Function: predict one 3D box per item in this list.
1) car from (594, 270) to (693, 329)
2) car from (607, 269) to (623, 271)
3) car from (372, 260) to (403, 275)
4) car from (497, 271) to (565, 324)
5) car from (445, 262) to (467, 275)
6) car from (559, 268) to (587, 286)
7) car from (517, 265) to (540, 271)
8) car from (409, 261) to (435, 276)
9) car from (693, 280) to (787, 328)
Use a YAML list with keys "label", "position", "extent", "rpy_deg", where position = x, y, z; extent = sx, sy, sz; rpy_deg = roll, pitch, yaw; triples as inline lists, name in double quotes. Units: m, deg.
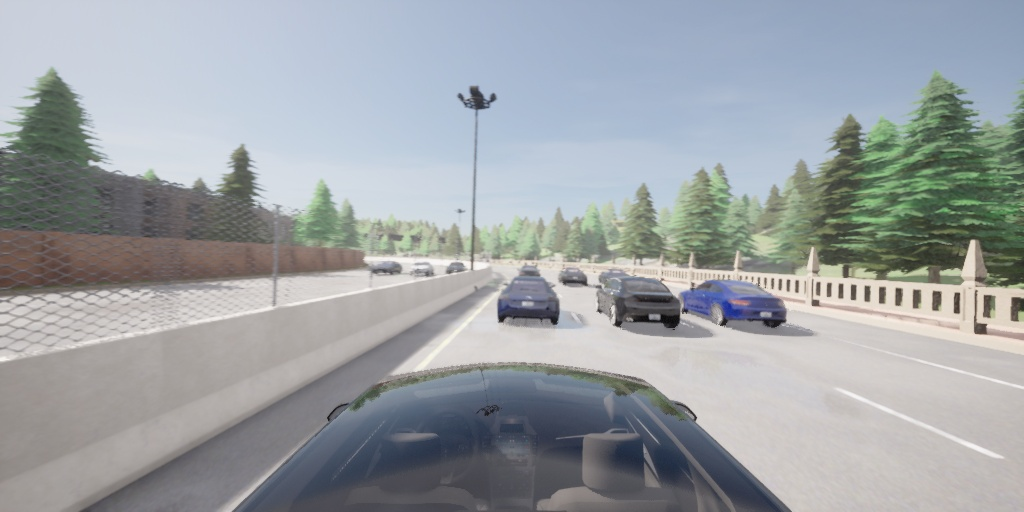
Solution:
- label: "car"
  position: [4.074, 1.447, 12.280]
  extent: [1.837, 1.490, 4.892]
  rpy_deg: [2, 0, 3]
- label: "car"
  position: [8.380, 1.751, 29.419]
  extent: [1.994, 1.385, 4.181]
  rpy_deg: [2, 0, 1]
- label: "car"
  position: [-12.687, 1.163, 37.021]
  extent: [2.033, 1.411, 5.357]
  rpy_deg: [2, 0, -3]
- label: "car"
  position: [0.588, 1.406, 12.634]
  extent: [1.994, 1.385, 4.181]
  rpy_deg: [2, 0, 3]
- label: "car"
  position: [-5.694, 1.333, 36.887]
  extent: [1.837, 1.490, 4.892]
  rpy_deg: [2, -1, -2]
- label: "car"
  position: [4.883, 1.647, 29.320]
  extent: [1.994, 1.385, 4.181]
  rpy_deg: [2, 0, 1]
- label: "car"
  position: [1.383, 1.510, 30.063]
  extent: [1.812, 1.442, 4.674]
  rpy_deg: [2, 0, 1]
- label: "car"
  position: [-9.190, 1.247, 36.927]
  extent: [1.812, 1.442, 4.674]
  rpy_deg: [2, -1, -3]
- label: "car"
  position: [7.592, 1.576, 12.826]
  extent: [1.812, 1.442, 4.674]
  rpy_deg: [2, 0, 3]
